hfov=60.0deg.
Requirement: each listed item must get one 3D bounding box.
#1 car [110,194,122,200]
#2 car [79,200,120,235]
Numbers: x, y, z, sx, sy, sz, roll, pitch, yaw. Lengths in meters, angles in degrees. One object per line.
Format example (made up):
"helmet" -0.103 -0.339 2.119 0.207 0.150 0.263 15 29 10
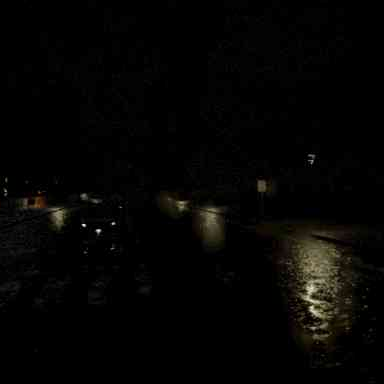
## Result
"car" -13.044 1.052 57.535 1.812 1.442 4.674 -1 0 -10
"car" -5.050 1.445 18.459 2.033 1.411 5.357 -1 1 -13
